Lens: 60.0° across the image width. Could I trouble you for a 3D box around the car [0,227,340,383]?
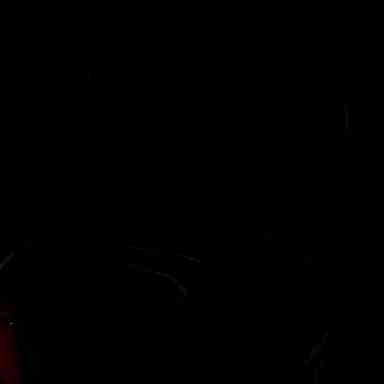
[{"bbox_3d":[-1.056,1.341,3.716,5.009,1.841,2.192,-1,0,36],"label":"car"}]
